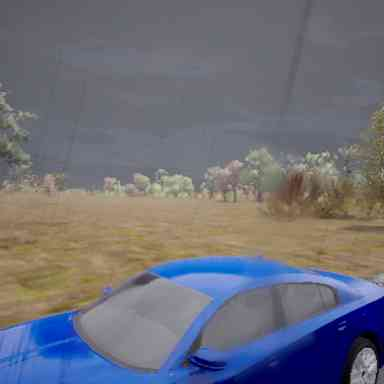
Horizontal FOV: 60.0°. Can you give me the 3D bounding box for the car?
[{"bbox_3d":[0.124,1.499,3.467,5.008,1.535,1.882,1,0,-35],"label":"car"}]
